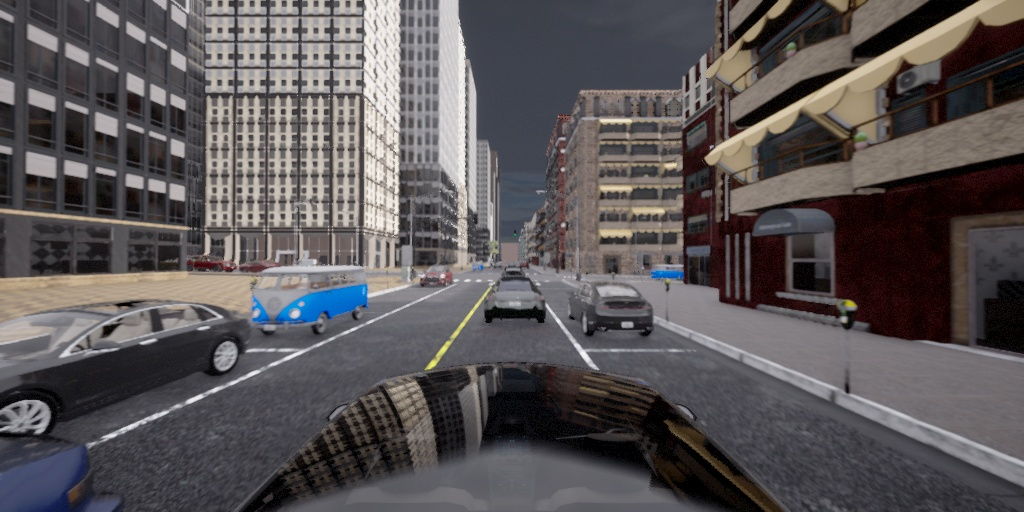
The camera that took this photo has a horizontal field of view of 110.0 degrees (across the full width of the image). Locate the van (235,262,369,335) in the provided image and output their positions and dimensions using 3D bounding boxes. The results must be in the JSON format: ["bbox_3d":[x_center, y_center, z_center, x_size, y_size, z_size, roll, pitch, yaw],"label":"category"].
[{"bbox_3d":[-5.693,1.182,10.524,1.690,1.789,3.998,0,0,0],"label":"van"}]

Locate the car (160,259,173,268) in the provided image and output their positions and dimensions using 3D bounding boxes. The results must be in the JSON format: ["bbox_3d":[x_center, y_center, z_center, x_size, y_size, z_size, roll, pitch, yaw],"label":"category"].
[{"bbox_3d":[-43.715,0.928,46.561,4.829,1.417,1.751,0,0,0],"label":"car"}]

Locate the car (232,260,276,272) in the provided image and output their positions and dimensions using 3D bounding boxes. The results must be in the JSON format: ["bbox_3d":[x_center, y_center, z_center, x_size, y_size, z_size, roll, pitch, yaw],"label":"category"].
[{"bbox_3d":[-26.734,1.234,38.220,4.207,1.307,1.802,0,0,0],"label":"car"}]

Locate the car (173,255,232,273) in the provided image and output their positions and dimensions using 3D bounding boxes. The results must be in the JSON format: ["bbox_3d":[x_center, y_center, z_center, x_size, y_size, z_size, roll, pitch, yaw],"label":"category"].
[{"bbox_3d":[-32.308,0.859,38.207,5.009,1.841,2.192,0,0,0],"label":"car"}]

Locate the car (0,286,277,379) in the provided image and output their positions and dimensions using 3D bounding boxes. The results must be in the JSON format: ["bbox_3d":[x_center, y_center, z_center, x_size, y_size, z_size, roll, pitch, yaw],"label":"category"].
[{"bbox_3d":[-5.691,1.333,4.876,2.007,1.370,4.403,0,0,0],"label":"car"}]

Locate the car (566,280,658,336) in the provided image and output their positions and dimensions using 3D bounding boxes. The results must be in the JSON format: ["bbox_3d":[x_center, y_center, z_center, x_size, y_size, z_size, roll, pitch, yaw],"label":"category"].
[{"bbox_3d":[2.688,1.392,10.527,2.007,1.370,4.403,0,0,0],"label":"car"}]

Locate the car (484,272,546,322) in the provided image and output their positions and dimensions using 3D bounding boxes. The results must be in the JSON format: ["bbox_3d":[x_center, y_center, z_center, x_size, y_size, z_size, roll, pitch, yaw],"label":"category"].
[{"bbox_3d":[0.095,1.429,12.787,1.994,1.385,4.181,0,-1,0],"label":"car"}]

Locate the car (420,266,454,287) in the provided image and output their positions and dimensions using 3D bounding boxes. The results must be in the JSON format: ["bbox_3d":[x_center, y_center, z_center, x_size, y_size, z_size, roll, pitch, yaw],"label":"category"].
[{"bbox_3d":[-5.699,1.459,27.469,1.967,1.591,4.097,0,0,0],"label":"car"}]

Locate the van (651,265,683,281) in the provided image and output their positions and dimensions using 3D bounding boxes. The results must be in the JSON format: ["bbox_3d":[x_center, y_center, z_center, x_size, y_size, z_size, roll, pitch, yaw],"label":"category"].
[{"bbox_3d":[16.899,1.838,38.189,3.998,1.789,1.690,0,0,0],"label":"van"}]

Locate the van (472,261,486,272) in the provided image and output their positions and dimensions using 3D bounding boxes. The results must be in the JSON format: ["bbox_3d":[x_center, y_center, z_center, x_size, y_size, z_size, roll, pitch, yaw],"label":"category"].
[{"bbox_3d":[-5.711,1.710,59.941,1.690,1.789,3.998,0,0,0],"label":"van"}]

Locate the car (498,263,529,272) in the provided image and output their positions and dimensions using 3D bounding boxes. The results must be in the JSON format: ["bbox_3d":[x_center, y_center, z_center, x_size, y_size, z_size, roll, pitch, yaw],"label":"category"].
[{"bbox_3d":[0.091,1.530,27.988,1.837,1.490,4.892,0,-1,0],"label":"car"}]
